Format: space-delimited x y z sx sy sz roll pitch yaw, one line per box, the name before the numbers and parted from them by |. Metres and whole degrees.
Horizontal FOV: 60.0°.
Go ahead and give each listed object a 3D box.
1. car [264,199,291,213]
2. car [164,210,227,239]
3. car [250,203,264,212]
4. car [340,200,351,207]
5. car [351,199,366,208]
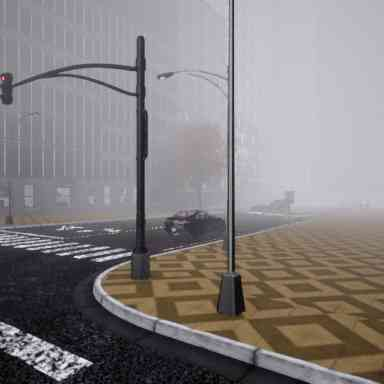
car | 13.788 2.158 52.244 2.150 2.045 5.566 0 -1 33
car | 0.371 1.815 19.523 2.128 1.511 4.902 0 -1 33
car | 11.072 2.497 54.029 1.994 1.385 4.181 0 -1 33
car | 39.557 3.205 86.110 2.033 1.411 5.357 0 -1 33
car | 42.287 3.146 84.345 1.882 1.535 5.008 0 -1 33
